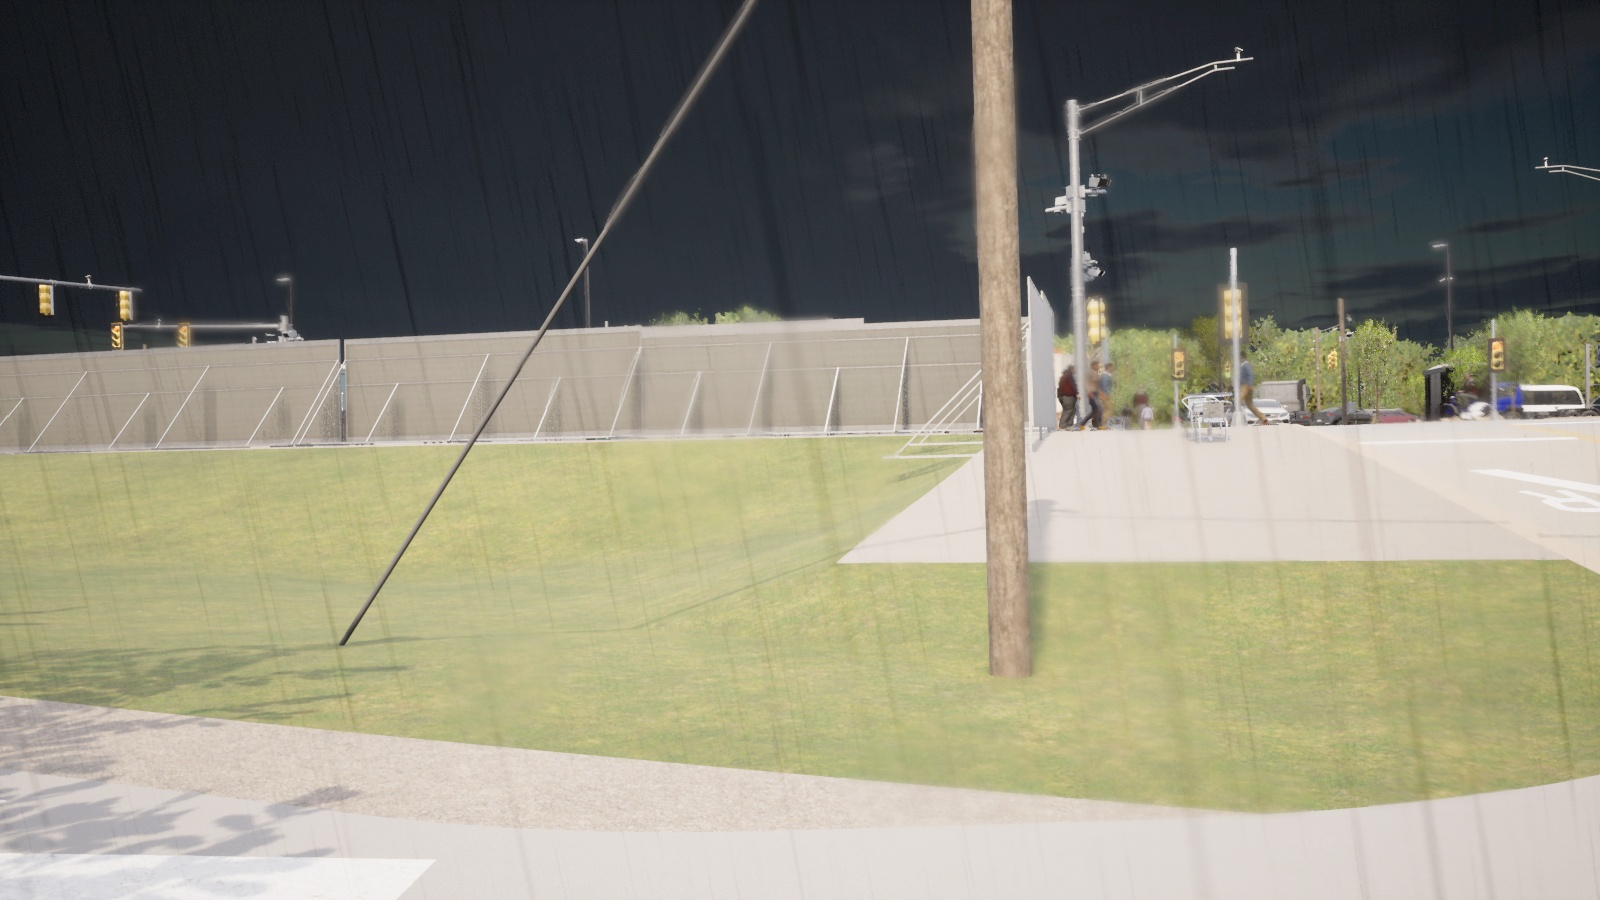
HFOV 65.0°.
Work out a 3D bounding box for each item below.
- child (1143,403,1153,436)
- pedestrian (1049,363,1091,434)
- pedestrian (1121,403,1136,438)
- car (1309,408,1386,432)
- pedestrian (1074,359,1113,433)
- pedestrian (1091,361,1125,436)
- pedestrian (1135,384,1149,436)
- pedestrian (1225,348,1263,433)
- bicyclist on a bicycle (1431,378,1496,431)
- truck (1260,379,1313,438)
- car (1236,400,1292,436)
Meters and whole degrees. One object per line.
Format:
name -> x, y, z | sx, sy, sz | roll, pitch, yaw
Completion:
child -> 11.897, -1.041, 42.944 | 0.255, 1.110, 0.394 | -1, 0, 7
pedestrian -> 7.159, -1.357, 33.338 | 0.899, 1.844, 0.634 | -1, 0, -3
pedestrian -> 17.835, -1.606, 68.169 | 0.563, 1.883, 0.849 | -1, 0, 3
car -> 39.390, -2.147, 90.387 | 5.027, 1.651, 2.152 | -1, 1, -21
pedestrian -> 7.368, -1.351, 31.566 | 0.869, 1.805, 0.328 | -1, 0, 40
pedestrian -> 8.140, -1.361, 33.202 | 0.788, 1.949, 0.423 | -1, 0, 7
pedestrian -> 12.272, -1.436, 45.047 | 0.376, 1.854, 0.720 | -1, 0, 10
pedestrian -> 10.290, -1.368, 29.124 | 0.788, 1.949, 0.423 | -1, 0, 20
bicyclist on a bicycle -> 22.840, -1.568, 43.282 | 1.843, 1.776, 0.659 | -1, 0, 9
truck -> 30.759, -2.568, 79.630 | 2.891, 3.462, 7.936 | -1, 0, 20
car -> 20.684, -1.397, 56.101 | 1.812, 1.442, 4.674 | -1, 0, 14
